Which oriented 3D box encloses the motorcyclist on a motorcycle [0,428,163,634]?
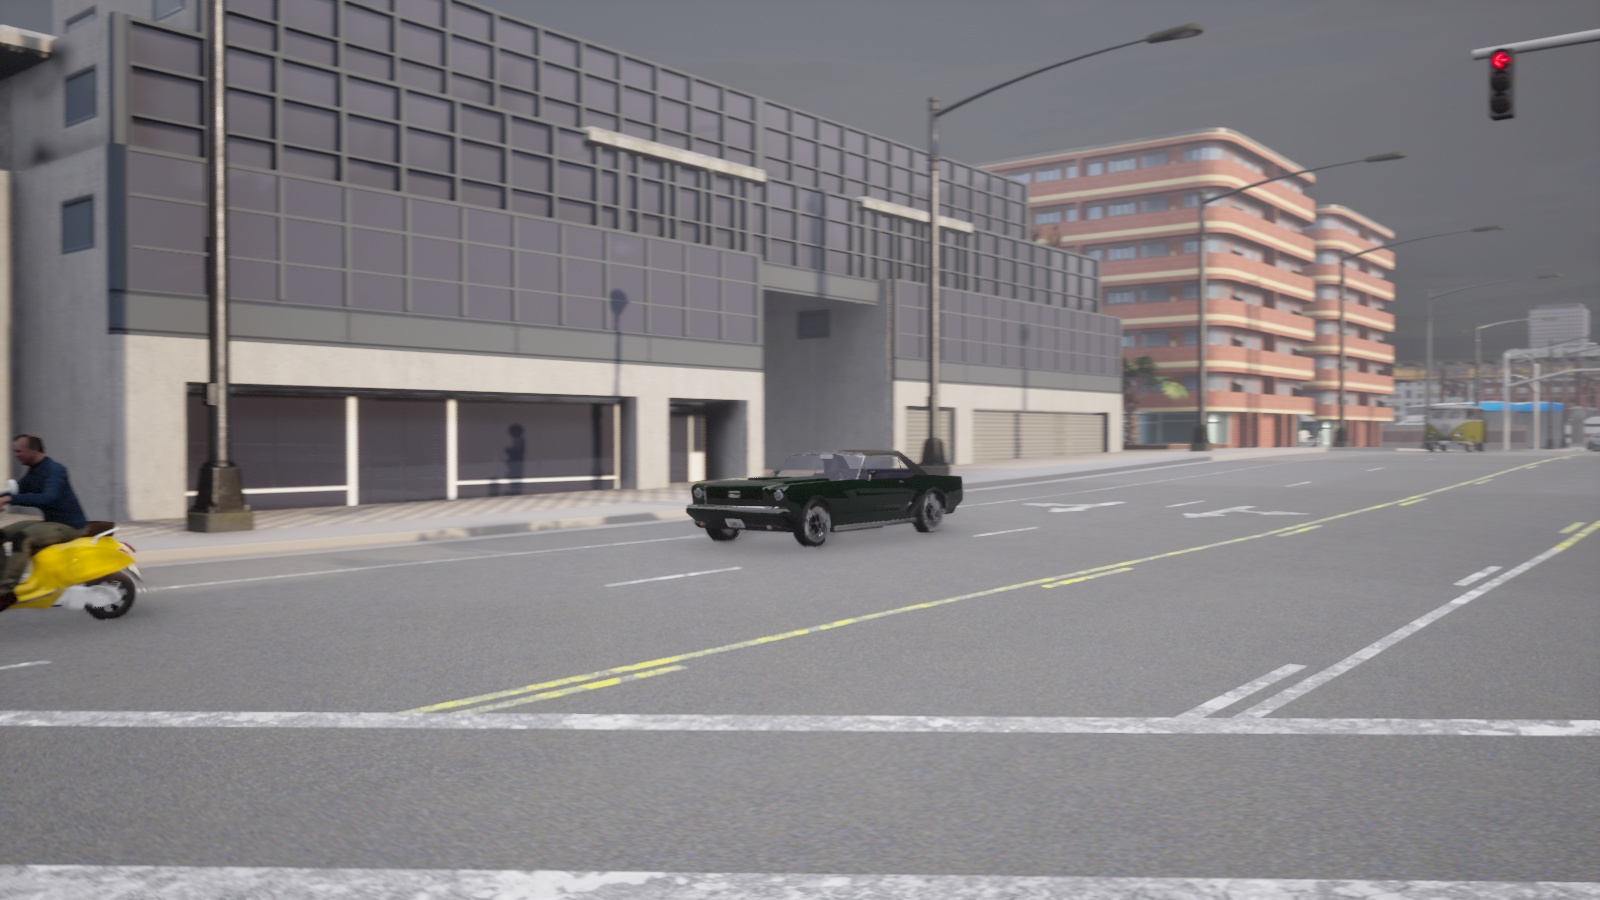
[{"bbox_3d":[-6.299,0.614,10.181,0.866,1.590,1.817,1,1,39],"label":"motorcyclist on a motorcycle"}]

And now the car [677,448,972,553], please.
[{"bbox_3d":[0.512,0.650,18.695,1.895,1.301,4.718,0,1,39],"label":"car"}]

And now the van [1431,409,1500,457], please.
[{"bbox_3d":[28.336,-0.709,53.433,1.775,1.987,4.442,1,1,39],"label":"van"}]
